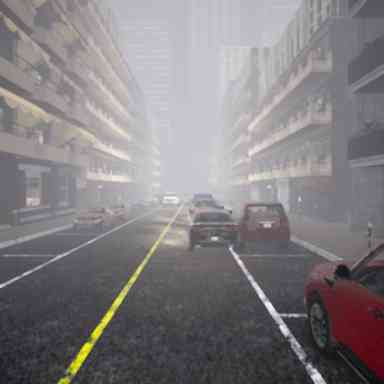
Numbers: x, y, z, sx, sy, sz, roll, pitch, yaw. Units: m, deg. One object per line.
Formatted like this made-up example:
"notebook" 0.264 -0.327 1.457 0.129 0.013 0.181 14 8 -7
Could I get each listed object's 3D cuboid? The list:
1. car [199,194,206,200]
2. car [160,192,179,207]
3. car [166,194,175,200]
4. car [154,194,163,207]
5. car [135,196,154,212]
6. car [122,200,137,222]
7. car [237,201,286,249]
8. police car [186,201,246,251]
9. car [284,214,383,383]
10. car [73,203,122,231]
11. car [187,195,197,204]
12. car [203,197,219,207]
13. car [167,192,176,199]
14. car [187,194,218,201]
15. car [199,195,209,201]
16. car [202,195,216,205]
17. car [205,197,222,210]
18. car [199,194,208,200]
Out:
"car" 2.705 1.248 87.201 1.752 1.417 4.829 -1 0 0
"car" -3.027 1.066 48.561 2.150 2.045 5.566 0 0 1
"car" -5.675 1.274 87.062 2.008 1.369 4.403 -1 0 0
"car" -5.686 1.396 47.848 2.008 1.369 4.403 -1 0 0
"car" -5.689 1.432 36.644 2.008 1.369 4.403 -1 0 0
"car" -5.693 1.499 25.440 1.802 1.307 4.206 -1 0 0
"car" 2.681 1.268 14.204 2.192 1.841 5.009 -1 0 0
"police car" 0.801 1.380 13.952 1.930 1.638 5.238 0 0 1
"car" 2.678 1.305 3.000 2.192 1.841 5.009 -1 0 0
"car" -5.694 1.517 19.838 1.802 1.307 4.206 -1 0 0
"car" 0.018 1.332 60.164 1.812 1.442 4.674 0 0 0
"car" 2.694 1.411 47.817 1.947 1.339 4.313 -1 0 0
"car" -5.676 1.021 92.664 2.192 1.841 5.009 -1 0 0
"car" 0.906 1.273 23.806 2.097 1.767 4.553 0 0 0
"car" 2.702 1.324 75.827 1.947 1.339 4.313 -1 0 0
"car" 2.694 1.268 53.418 1.967 1.590 4.097 -1 0 0
"car" 2.692 1.388 42.385 1.752 1.417 4.829 -1 0 0
"car" 2.703 1.291 81.430 2.008 1.369 4.403 -1 0 0
